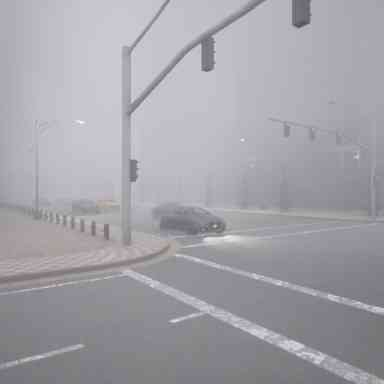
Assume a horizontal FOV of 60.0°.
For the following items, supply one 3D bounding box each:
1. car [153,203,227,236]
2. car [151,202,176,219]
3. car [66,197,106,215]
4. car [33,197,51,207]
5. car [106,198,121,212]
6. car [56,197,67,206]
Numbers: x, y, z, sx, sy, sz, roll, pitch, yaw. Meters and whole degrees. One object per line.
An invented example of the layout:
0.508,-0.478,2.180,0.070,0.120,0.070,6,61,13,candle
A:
-0.035,1.508,18.051,1.994,1.385,4.181,0,0,-36,car
-1.549,1.508,26.094,1.994,1.385,4.181,0,0,-36,car
-10.509,1.449,32.699,1.837,1.490,4.892,0,0,-35,car
-22.815,1.492,50.456,2.033,1.411,5.357,0,0,-35,car
-9.614,1.422,37.528,1.882,1.535,5.008,0,0,-35,car
-19.962,1.558,52.485,2.033,1.411,5.357,0,0,-35,car
